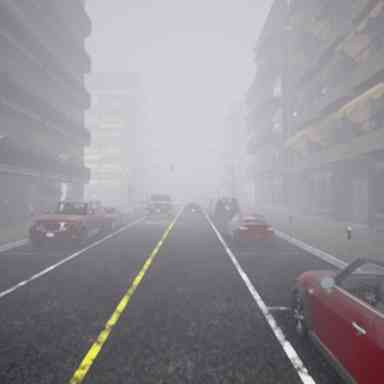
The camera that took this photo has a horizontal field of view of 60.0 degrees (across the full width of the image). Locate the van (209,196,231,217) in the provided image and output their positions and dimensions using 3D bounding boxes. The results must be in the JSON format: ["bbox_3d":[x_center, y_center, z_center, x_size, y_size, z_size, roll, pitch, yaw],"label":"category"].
[{"bbox_3d":[2.556,1.291,31.480,1.690,1.788,3.998,1,0,0],"label":"van"}]

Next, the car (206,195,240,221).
[{"bbox_3d":[2.556,1.269,25.949,2.192,1.841,5.009,1,0,0],"label":"car"}]

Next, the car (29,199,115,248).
[{"bbox_3d":[-5.291,1.283,14.942,2.192,1.841,5.009,1,0,0],"label":"car"}]

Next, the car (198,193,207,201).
[{"bbox_3d":[2.595,1.252,86.317,2.192,1.841,5.009,1,0,0],"label":"car"}]

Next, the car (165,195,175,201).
[{"bbox_3d":[-5.288,1.500,80.709,1.947,1.339,4.313,1,0,0],"label":"car"}]

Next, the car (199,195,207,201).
[{"bbox_3d":[2.592,1.460,80.922,1.752,1.417,4.829,1,0,0],"label":"car"}]

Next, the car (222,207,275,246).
[{"bbox_3d":[2.550,1.550,14.886,1.802,1.307,4.206,1,0,0],"label":"car"}]

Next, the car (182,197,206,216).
[{"bbox_3d":[0.107,1.475,32.172,1.812,1.442,4.674,0,0,0],"label":"car"}]

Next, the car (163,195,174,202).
[{"bbox_3d":[-5.289,1.501,75.148,1.947,1.339,4.313,1,0,0],"label":"car"}]

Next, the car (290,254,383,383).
[{"bbox_3d":[2.551,1.431,3.823,1.967,1.590,4.097,1,0,0],"label":"car"}]

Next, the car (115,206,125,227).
[{"bbox_3d":[-5.296,1.505,20.474,1.887,1.381,4.507,1,0,0],"label":"car"}]

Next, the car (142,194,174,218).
[{"bbox_3d":[-2.750,1.169,29.743,2.150,2.045,5.566,0,0,0],"label":"car"}]

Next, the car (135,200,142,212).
[{"bbox_3d":[-5.295,1.529,37.068,1.802,1.307,4.206,1,0,0],"label":"car"}]

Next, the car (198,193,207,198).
[{"bbox_3d":[2.595,1.250,75.192,2.192,1.841,5.009,1,0,0],"label":"car"}]
